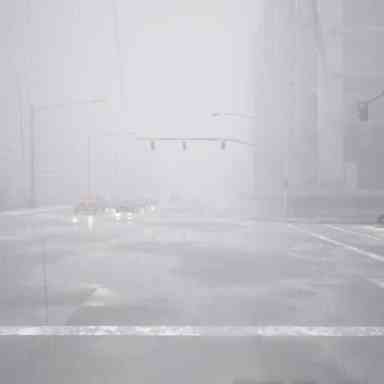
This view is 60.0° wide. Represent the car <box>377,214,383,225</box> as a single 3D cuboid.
[{"bbox_3d":[13.957,1.564,20.710,4.181,1.385,1.994,0,0,0],"label":"car"}]

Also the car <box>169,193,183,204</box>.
[{"bbox_3d":[-3.160,1.222,64.890,2.150,2.045,5.566,0,0,1],"label":"car"}]

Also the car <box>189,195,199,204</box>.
[{"bbox_3d":[0.434,1.526,65.008,1.812,1.442,4.674,0,0,1],"label":"car"}]

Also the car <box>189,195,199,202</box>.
[{"bbox_3d":[0.512,1.524,75.182,2.128,1.511,4.902,0,0,1],"label":"car"}]

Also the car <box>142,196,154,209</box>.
[{"bbox_3d":[-7.043,1.547,46.515,2.033,1.411,5.357,0,0,2],"label":"car"}]

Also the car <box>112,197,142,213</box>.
[{"bbox_3d":[-7.195,1.564,37.273,1.994,1.385,4.181,0,0,1],"label":"car"}]

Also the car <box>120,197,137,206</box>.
[{"bbox_3d":[-10.411,1.526,55.010,1.812,1.442,4.674,0,0,1],"label":"car"}]

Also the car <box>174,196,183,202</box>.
[{"bbox_3d":[-2.985,1.511,75.533,1.895,1.301,4.718,0,0,1],"label":"car"}]

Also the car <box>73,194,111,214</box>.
[{"bbox_3d":[-10.725,1.222,35.334,2.150,2.045,5.566,0,0,1],"label":"car"}]

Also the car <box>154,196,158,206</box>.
[{"bbox_3d":[-6.870,1.492,56.687,2.128,1.511,4.902,0,0,1],"label":"car"}]
